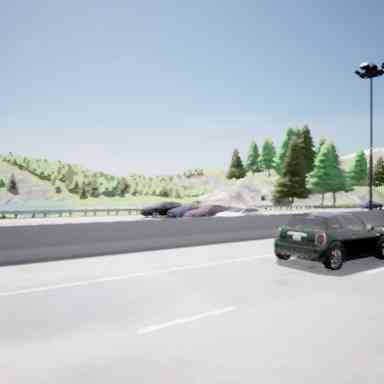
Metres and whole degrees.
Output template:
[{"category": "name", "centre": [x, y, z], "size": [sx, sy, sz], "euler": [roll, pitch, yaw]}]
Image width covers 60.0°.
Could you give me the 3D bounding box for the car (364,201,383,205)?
[{"category": "car", "centre": [30.017, 2.165, 55.411], "size": [4.674, 1.442, 1.812], "euler": [1, 0, -35]}]

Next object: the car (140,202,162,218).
[{"category": "car", "centre": [-2.579, 1.671, 32.252], "size": [5.008, 1.535, 1.882], "euler": [1, 0, -35]}]

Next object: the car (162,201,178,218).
[{"category": "car", "centre": [-0.153, 1.761, 29.683], "size": [4.181, 1.385, 1.994], "euler": [1, 0, -36]}]

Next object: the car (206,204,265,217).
[{"category": "car", "centre": [3.555, 1.716, 23.729], "size": [4.674, 1.442, 1.812], "euler": [1, 0, -36]}]

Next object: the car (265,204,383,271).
[{"category": "car", "centre": [5.005, 1.474, 11.624], "size": [4.553, 1.767, 2.097], "euler": [1, 0, -35]}]

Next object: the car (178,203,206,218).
[{"category": "car", "centre": [1.509, 1.717, 26.569], "size": [4.674, 1.442, 1.812], "euler": [1, 0, -36]}]
